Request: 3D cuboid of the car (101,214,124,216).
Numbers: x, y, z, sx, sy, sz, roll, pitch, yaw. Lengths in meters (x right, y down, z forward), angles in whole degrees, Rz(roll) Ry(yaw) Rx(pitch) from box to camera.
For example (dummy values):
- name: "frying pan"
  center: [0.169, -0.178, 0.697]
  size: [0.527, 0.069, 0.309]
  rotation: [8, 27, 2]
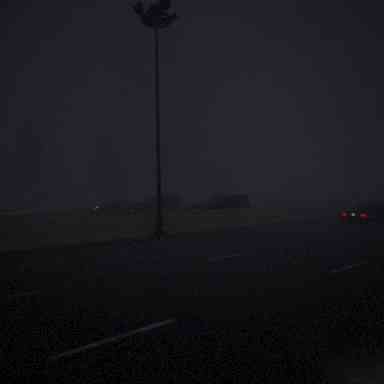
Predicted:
- name: "car"
  center: [-7.968, 1.512, 33.057]
  size: [4.553, 1.767, 2.097]
  rotation: [-1, 0, -36]

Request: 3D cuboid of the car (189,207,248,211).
- name: "car"
  center: [2.555, 1.196, 27.668]
  size: [5.566, 2.045, 2.150]
  rotation: [-1, 0, -34]

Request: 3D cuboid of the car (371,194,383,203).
- name: "car"
  center: [31.522, 1.085, 54.420]
  size: [4.718, 1.301, 1.895]
  rotation: [-1, 0, -32]

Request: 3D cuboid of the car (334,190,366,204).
- name: "car"
  center: [26.242, 0.799, 55.234]
  size: [5.566, 2.045, 2.150]
  rotation: [-1, 0, -32]

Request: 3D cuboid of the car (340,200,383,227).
- name: "car"
  center: [11.647, 1.360, 21.006]
  size: [5.357, 1.411, 2.033]
  rotation: [-1, 0, -32]

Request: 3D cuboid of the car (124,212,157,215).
- name: "car"
  center: [-3.308, 1.298, 32.106]
  size: [5.566, 2.045, 2.150]
  rotation: [-1, 0, -35]
